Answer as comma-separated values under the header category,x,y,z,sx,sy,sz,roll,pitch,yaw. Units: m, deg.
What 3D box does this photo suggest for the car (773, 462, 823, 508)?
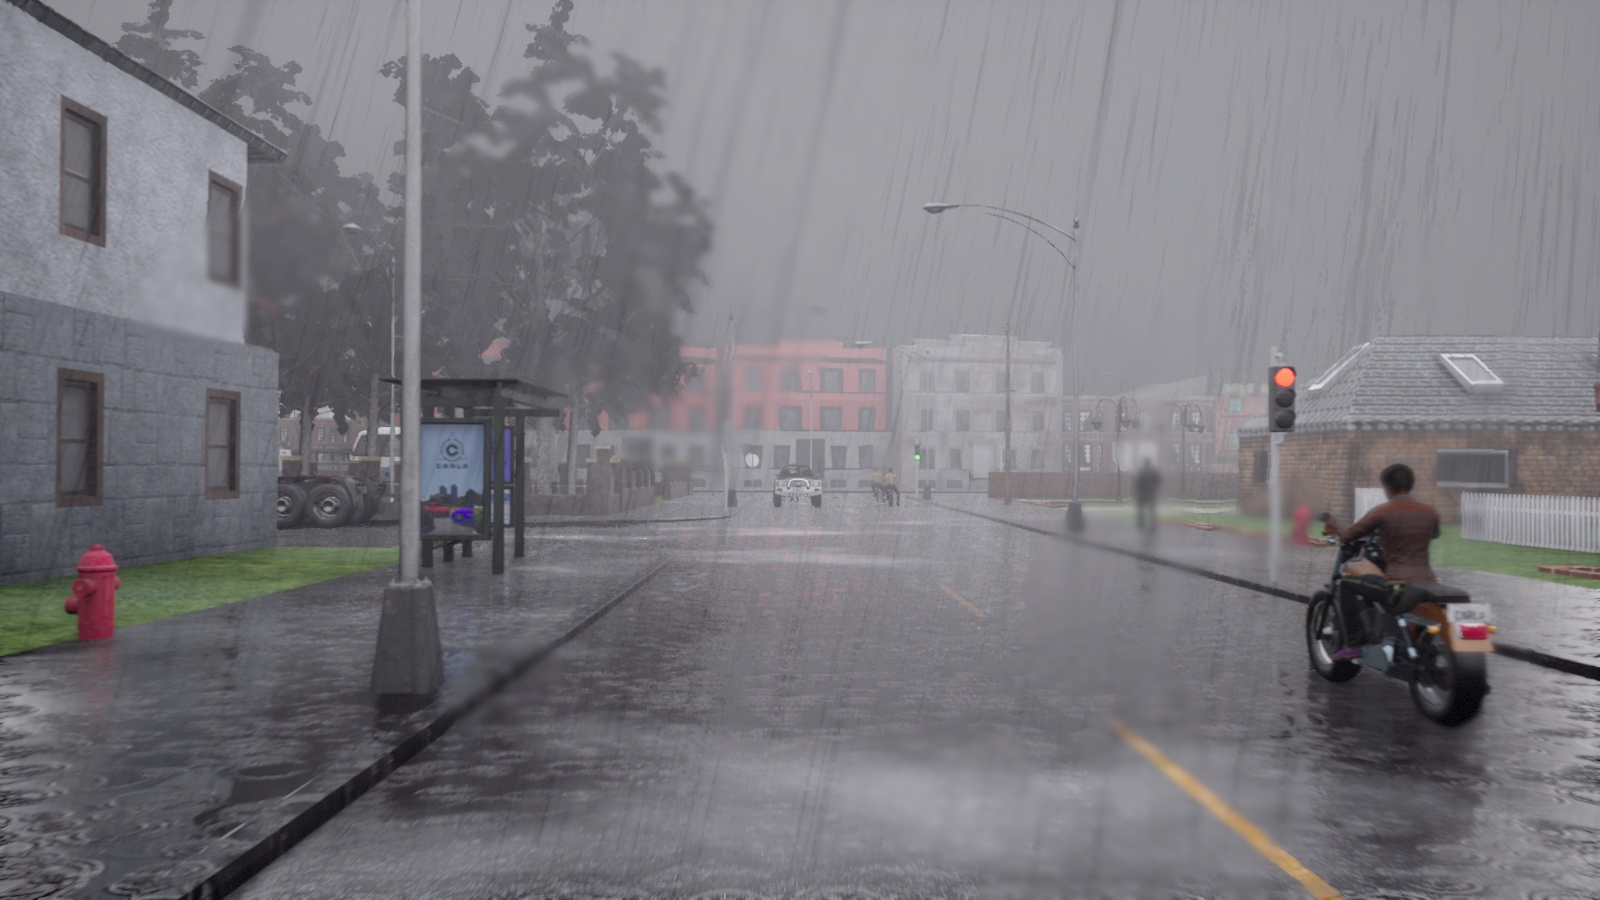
category,x,y,z,sx,sy,sz,roll,pitch,yaw
car,-0.129,1.450,52.693,1.932,1.855,4.605,0,-1,-2

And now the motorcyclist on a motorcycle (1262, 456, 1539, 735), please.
category,x,y,z,sx,sy,sz,roll,pitch,yaw
motorcyclist on a motorcycle,3.988,0.881,8.614,0.766,1.649,2.350,0,-1,0

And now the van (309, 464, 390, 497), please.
category,x,y,z,sx,sy,sz,roll,pitch,yaw
van,-28.035,1.896,78.213,4.442,1.987,1.775,0,-1,0

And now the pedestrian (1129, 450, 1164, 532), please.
category,x,y,z,sx,sy,sz,roll,pitch,yaw
pedestrian,8.083,0.947,29.352,0.563,1.883,0.849,0,-1,-1

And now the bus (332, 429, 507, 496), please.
category,x,y,z,sx,sy,sz,roll,pitch,yaw
bus,-24.807,0.816,82.243,10.273,4.253,3.944,0,-1,0

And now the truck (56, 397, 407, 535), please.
category,x,y,z,sx,sy,sz,roll,pitch,yaw
truck,-14.789,0.407,33.199,7.936,3.462,2.891,0,-1,-4
